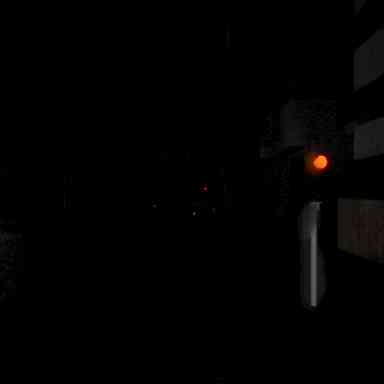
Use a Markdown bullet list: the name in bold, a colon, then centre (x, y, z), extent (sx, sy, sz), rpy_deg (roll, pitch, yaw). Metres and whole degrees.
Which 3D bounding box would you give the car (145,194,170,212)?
- **car**: centre (-4.154, 1.221, 39.647), extent (2.150, 2.045, 5.566), rpy_deg (0, 0, 0)

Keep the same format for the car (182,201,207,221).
- **car**: centre (0.206, 1.477, 27.450), extent (1.882, 1.535, 5.008), rpy_deg (0, 0, 1)
